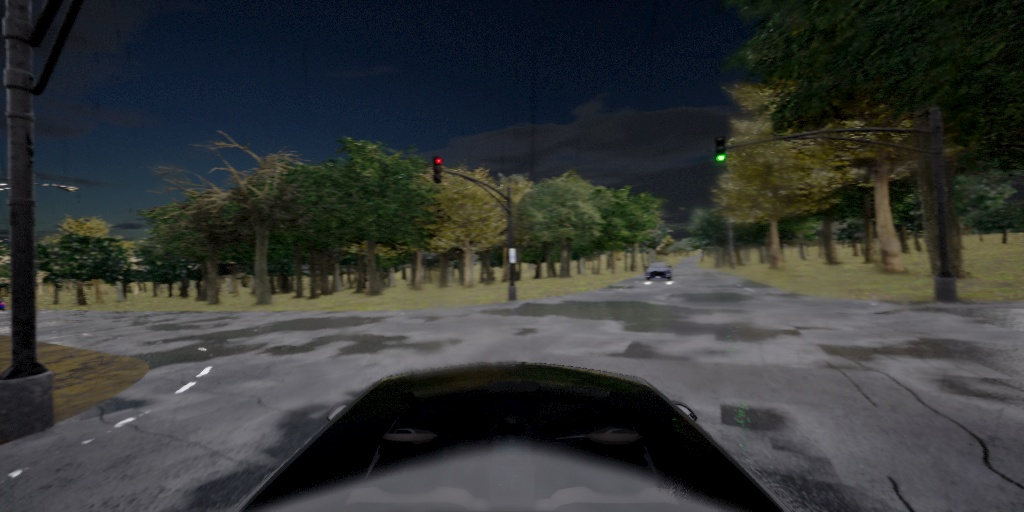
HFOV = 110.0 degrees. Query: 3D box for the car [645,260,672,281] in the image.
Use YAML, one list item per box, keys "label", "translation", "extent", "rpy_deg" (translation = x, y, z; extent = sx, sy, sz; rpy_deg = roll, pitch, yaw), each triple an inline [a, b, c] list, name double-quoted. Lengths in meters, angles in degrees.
- label: "car"
  translation: [13.340, 1.255, 32.556]
  extent: [2.097, 1.767, 4.553]
  rpy_deg: [-3, -2, 25]
